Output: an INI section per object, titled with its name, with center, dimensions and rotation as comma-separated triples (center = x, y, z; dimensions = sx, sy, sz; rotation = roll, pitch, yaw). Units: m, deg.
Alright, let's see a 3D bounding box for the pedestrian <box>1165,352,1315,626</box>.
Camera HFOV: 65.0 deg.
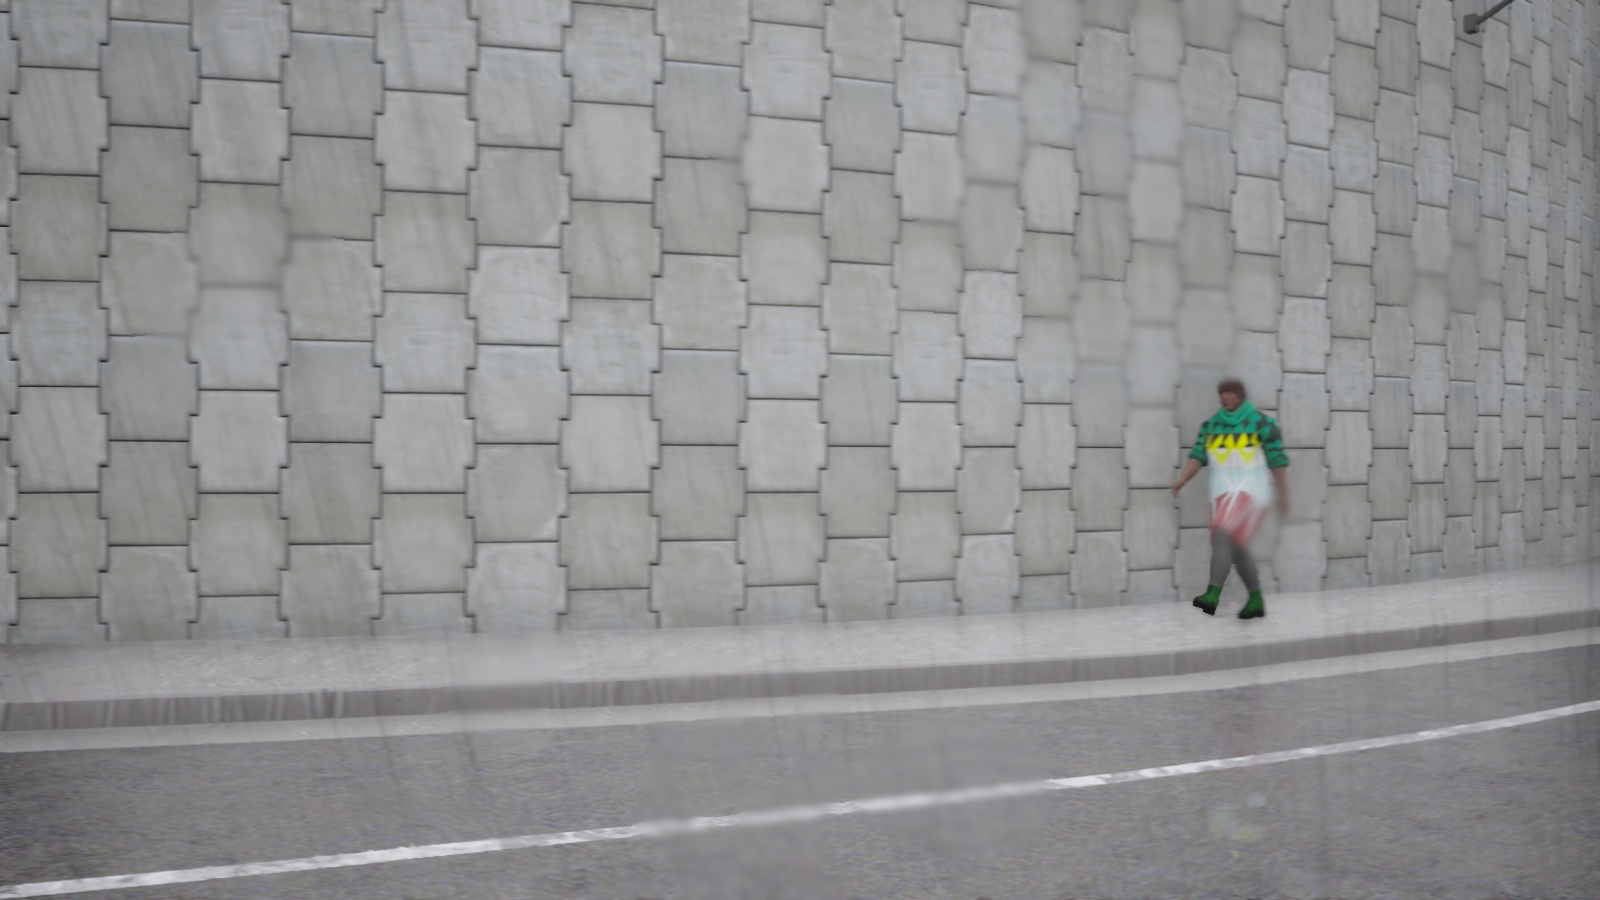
[pedestrian]
center = 3.304, 0.270, 9.444
dimensions = 0.873, 1.952, 0.659
rotation = -1, 1, -33
